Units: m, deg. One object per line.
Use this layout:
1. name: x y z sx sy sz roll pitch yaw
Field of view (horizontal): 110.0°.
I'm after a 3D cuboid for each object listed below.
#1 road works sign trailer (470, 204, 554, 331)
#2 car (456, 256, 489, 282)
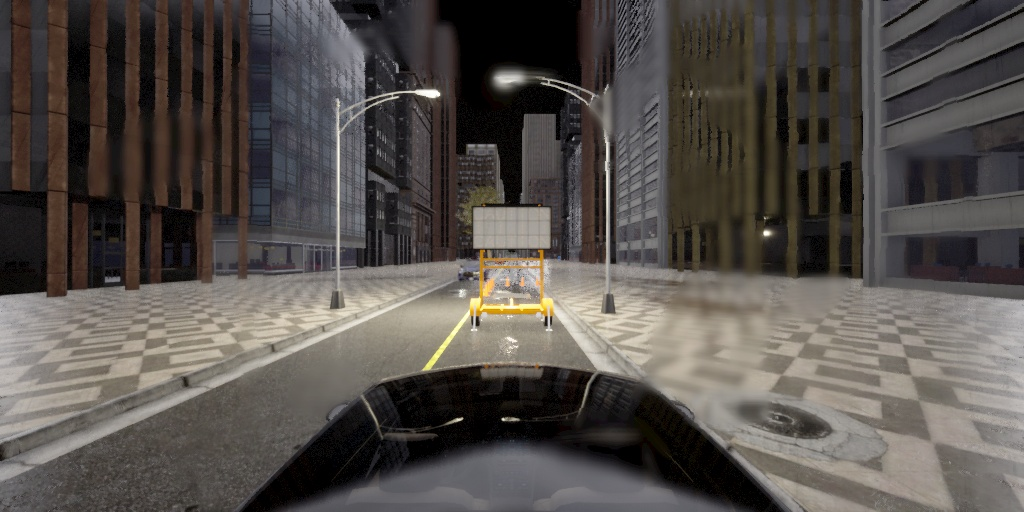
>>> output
1. road works sign trailer: -0.010 0.215 10.971 2.380 3.560 2.880 0 0 0
2. car: -3.030 1.107 28.788 2.097 1.767 4.553 0 0 0
